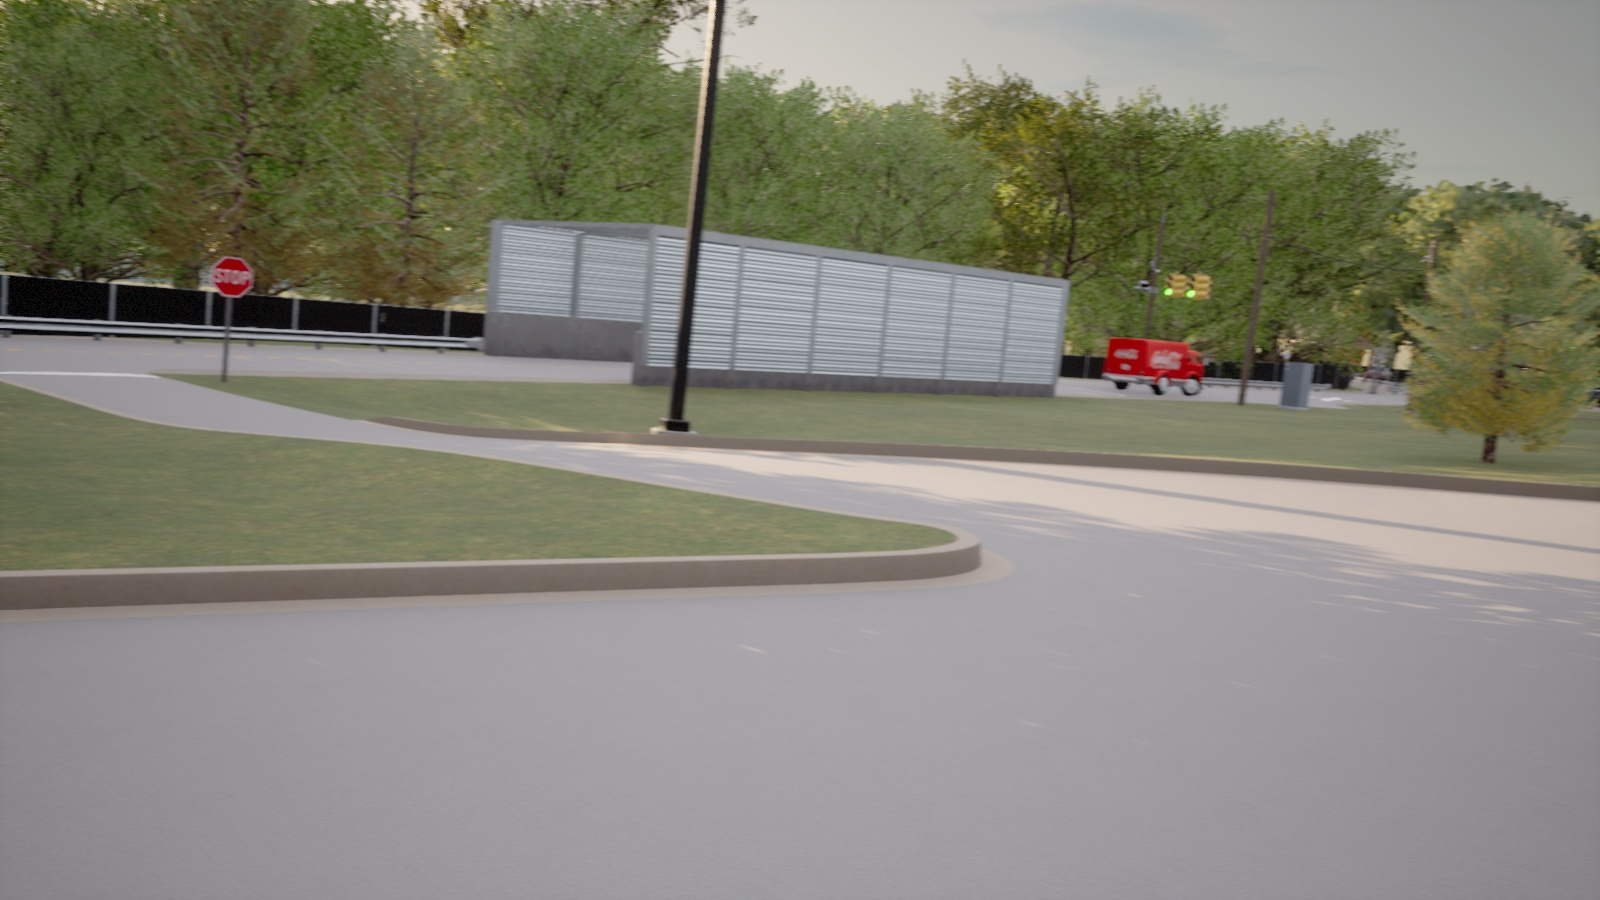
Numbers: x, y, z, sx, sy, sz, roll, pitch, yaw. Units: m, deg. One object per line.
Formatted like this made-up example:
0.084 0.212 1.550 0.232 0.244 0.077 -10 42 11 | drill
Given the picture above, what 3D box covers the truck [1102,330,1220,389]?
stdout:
17.079 -4.254 59.337 5.204 2.467 2.627 -1 6 -39 | truck
